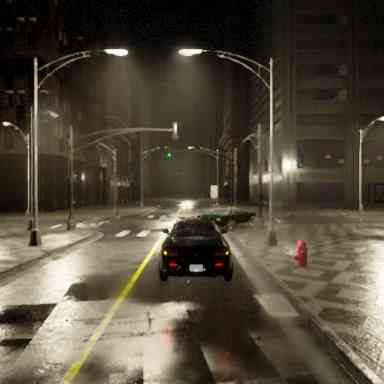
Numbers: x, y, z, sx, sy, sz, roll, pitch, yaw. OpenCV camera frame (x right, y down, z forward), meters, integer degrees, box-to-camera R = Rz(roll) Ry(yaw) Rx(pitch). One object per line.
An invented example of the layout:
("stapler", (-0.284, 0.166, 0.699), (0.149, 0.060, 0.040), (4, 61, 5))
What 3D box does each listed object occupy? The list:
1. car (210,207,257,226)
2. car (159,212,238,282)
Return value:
("car", (2.410, 1.612, 21.256), (1.895, 1.301, 4.718), (-1, 0, 37))
("car", (0.094, 1.540, 9.726), (1.812, 1.442, 4.674), (0, 0, 0))
